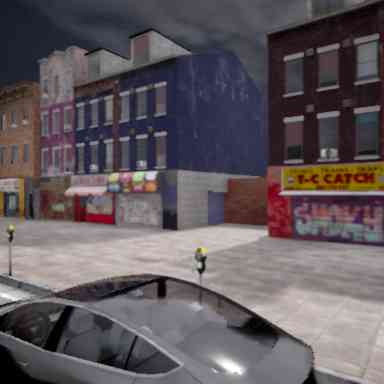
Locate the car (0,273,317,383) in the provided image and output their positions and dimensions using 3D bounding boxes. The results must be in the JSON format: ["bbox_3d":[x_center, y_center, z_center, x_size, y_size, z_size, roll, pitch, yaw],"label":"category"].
[{"bbox_3d":[-0.930,1.566,3.477,4.313,1.339,1.947,0,0,36],"label":"car"}]
